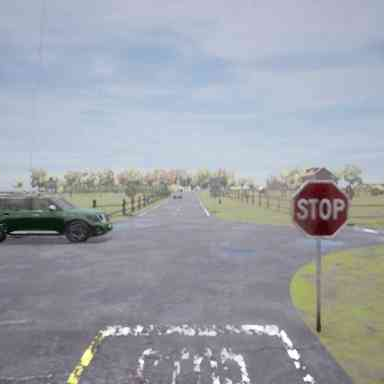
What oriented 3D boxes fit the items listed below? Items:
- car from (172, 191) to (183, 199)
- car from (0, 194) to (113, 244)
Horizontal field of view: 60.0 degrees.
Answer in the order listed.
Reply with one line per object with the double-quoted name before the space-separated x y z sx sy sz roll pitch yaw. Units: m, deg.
"car" -2.822 0.620 66.019 1.812 1.442 4.674 0 1 0
"car" -6.267 1.113 14.108 5.566 2.045 2.150 -1 0 0
